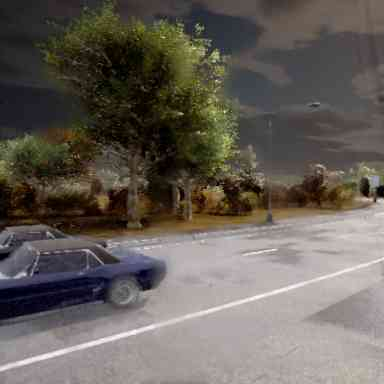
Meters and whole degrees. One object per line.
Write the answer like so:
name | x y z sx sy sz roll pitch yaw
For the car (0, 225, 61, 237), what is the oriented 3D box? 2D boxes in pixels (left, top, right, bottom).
car | -4.910 1.629 9.183 4.718 1.301 1.895 0 0 -36

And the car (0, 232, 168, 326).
car | -2.911 1.620 6.310 4.718 1.301 1.895 0 0 -36
